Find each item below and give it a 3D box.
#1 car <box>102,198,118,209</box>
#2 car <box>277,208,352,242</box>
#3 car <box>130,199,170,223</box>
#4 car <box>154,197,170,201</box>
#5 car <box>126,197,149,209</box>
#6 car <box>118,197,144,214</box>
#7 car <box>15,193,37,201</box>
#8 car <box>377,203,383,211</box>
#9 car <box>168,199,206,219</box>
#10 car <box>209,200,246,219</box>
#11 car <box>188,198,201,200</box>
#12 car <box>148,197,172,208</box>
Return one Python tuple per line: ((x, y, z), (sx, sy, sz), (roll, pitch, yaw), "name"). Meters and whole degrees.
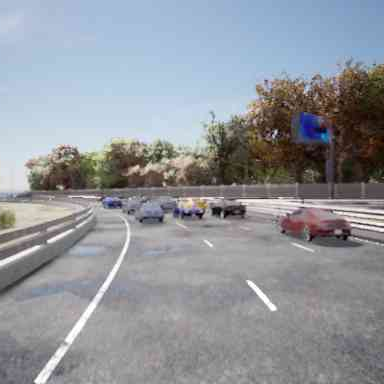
((-11.438, 1.518, 47.243), (1.882, 1.535, 5.008), (0, 0, -27), "car")
((5.662, 1.471, 15.886), (1.812, 1.442, 4.674), (0, 0, -8), "car")
((-3.409, 1.549, 26.072), (2.033, 1.411, 5.357), (0, 0, -15), "car")
((-3.142, 1.482, 36.969), (2.128, 1.511, 4.902), (0, 0, -22), "car")
((-7.940, 1.522, 48.092), (1.837, 1.490, 4.892), (0, 1, -27), "car")
((-6.209, 1.561, 35.200), (2.033, 1.411, 5.357), (0, 0, -20), "car")
((-42.650, 1.273, 84.579), (5.566, 2.045, 2.150), (0, 0, 34), "car")
((21.918, 1.337, 35.007), (4.674, 1.442, 1.812), (0, 0, 13), "car")
((-0.441, 1.579, 28.567), (1.895, 1.301, 4.718), (0, 0, -15), "car")
((3.018, 1.430, 29.164), (1.882, 1.535, 5.008), (0, 0, -15), "car")
((-0.028, 1.444, 38.606), (1.882, 1.535, 5.008), (0, 0, -22), "car")
((-4.774, 1.498, 49.581), (1.837, 1.490, 4.892), (0, 1, -27), "car")
